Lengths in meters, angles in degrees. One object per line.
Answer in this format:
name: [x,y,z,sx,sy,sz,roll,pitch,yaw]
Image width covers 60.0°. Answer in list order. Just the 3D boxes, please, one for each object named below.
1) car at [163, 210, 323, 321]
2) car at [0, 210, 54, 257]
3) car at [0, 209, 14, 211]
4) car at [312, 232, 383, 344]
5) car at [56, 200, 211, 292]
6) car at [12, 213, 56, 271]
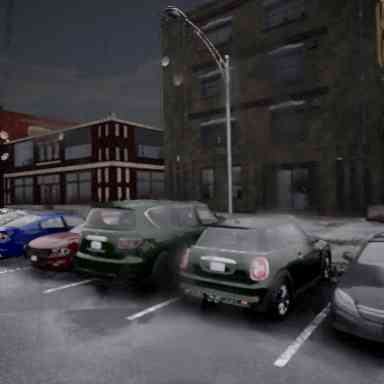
car: [1.691,1.361,7.713,2.185,1.767,4.553,0,0,36]
car: [-5.017,1.529,12.544,2.097,1.535,5.008,-1,0,36]
car: [-7.253,1.552,14.156,2.231,1.521,4.892,-1,0,36]
car: [3.953,1.521,6.138,2.002,1.452,4.674,0,0,36]
car: [-0.515,1.246,9.366,2.435,2.045,5.566,0,0,36]
car: [-2.770,1.512,10.948,2.097,1.535,5.008,0,0,36]
